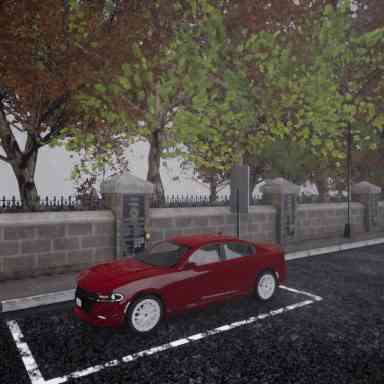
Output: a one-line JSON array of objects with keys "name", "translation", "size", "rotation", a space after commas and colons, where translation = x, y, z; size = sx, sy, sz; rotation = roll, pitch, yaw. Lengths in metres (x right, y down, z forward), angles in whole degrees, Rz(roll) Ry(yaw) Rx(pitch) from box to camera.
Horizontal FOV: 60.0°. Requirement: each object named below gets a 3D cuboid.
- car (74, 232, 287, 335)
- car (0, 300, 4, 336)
[{"name": "car", "translation": [-0.012, 1.545, 6.711], "size": [4.507, 1.381, 1.887], "rotation": [0, 0, -36]}, {"name": "car", "translation": [-4.490, 1.551, 3.449], "size": [4.403, 1.369, 2.008], "rotation": [0, 0, -36]}]
